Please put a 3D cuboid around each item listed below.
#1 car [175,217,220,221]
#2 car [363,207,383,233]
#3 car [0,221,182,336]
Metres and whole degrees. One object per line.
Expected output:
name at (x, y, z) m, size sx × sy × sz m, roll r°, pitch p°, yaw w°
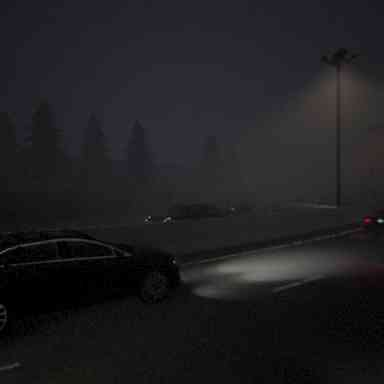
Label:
car at (-0.336, 1.376, 17.558) m, size 4.553 × 1.767 × 2.097 m, roll 0°, pitch 0°, yaw -43°
car at (11.359, 1.537, 18.907) m, size 2.033 × 1.411 × 5.357 m, roll 0°, pitch 0°, yaw 43°
car at (-2.474, 1.508, 6.488) m, size 4.902 × 1.511 × 2.128 m, roll 0°, pitch 0°, yaw -36°
